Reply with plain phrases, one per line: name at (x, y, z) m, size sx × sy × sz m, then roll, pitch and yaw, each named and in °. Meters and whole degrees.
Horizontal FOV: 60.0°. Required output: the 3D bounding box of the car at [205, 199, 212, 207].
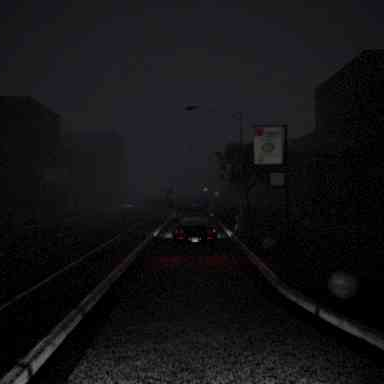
car at (1.873, 1.697, 49.021) m, size 1.895 × 1.301 × 4.718 m, roll 0°, pitch 1°, yaw -6°

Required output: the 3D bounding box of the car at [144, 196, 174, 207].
car at (-5.231, 1.498, 53.172) m, size 4.892 × 1.490 × 1.837 m, roll 0°, pitch 1°, yaw -23°

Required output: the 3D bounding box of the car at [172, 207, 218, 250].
car at (0.122, 1.587, 14.404) m, size 1.812 × 1.442 × 4.674 m, roll 0°, pitch 0°, yaw 0°

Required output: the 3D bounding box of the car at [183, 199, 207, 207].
car at (0.174, 1.726, 31.286) m, size 1.882 × 1.535 × 5.008 m, roll 0°, pitch -1°, yaw 0°
